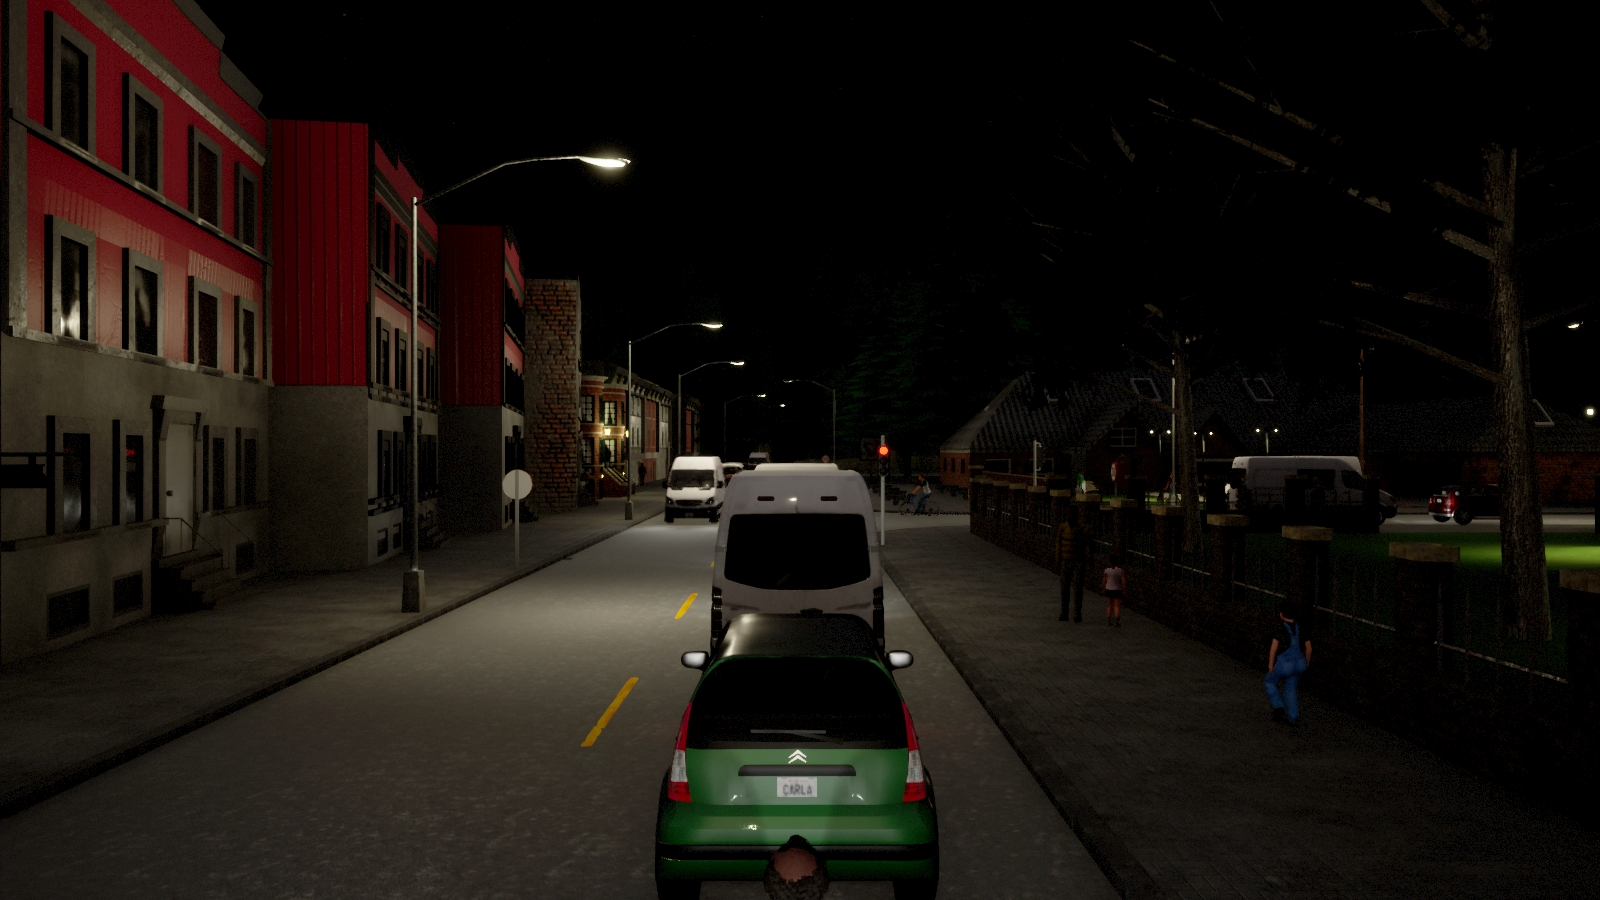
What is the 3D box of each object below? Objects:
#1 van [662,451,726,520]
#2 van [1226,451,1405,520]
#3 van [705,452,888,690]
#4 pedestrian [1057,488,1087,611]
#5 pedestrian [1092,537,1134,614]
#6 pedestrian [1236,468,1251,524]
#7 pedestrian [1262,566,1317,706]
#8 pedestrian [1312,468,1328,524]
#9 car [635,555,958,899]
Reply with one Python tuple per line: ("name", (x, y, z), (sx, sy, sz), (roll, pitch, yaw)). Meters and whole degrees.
("van", (-4.115, 1.314, 45.210), (1.988, 2.561, 5.915), (0, 0, 0))
("van", (19.552, 1.314, 43.543), (5.915, 2.561, 1.988), (0, 0, 1))
("van", (-0.048, 1.314, 15.312), (1.988, 2.561, 5.915), (0, 0, 0))
("pedestrian", (4.214, 1.525, 17.670), (0.375, 1.860, 0.375), (0, 0, 26))
("pedestrian", (4.770, 1.904, 17.403), (0.500, 1.100, 0.500), (0, 0, 29))
("pedestrian", (14.827, 1.525, 38.235), (0.375, 1.860, 0.375), (0, 0, 5))
("pedestrian", (4.782, 1.805, 11.162), (0.375, 1.300, 0.375), (0, 0, 0))
("pedestrian", (17.344, 1.525, 38.124), (0.375, 1.860, 0.375), (0, 0, 2))
("car", (-0.023, 1.779, 8.527), (1.851, 1.617, 3.988), (0, 0, 0))
